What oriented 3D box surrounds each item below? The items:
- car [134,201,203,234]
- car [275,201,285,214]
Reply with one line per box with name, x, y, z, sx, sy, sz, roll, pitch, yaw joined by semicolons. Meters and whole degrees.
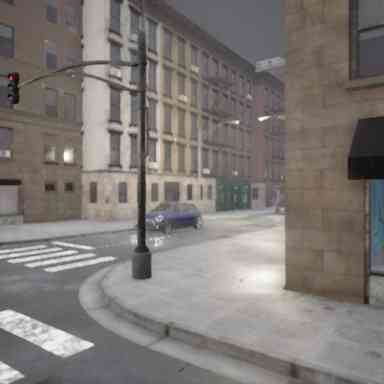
car;-1.297;1.425;19.765;2.097;1.767;4.553;0;0;35
car;10.777;1.673;36.659;2.128;1.511;4.902;0;0;36
